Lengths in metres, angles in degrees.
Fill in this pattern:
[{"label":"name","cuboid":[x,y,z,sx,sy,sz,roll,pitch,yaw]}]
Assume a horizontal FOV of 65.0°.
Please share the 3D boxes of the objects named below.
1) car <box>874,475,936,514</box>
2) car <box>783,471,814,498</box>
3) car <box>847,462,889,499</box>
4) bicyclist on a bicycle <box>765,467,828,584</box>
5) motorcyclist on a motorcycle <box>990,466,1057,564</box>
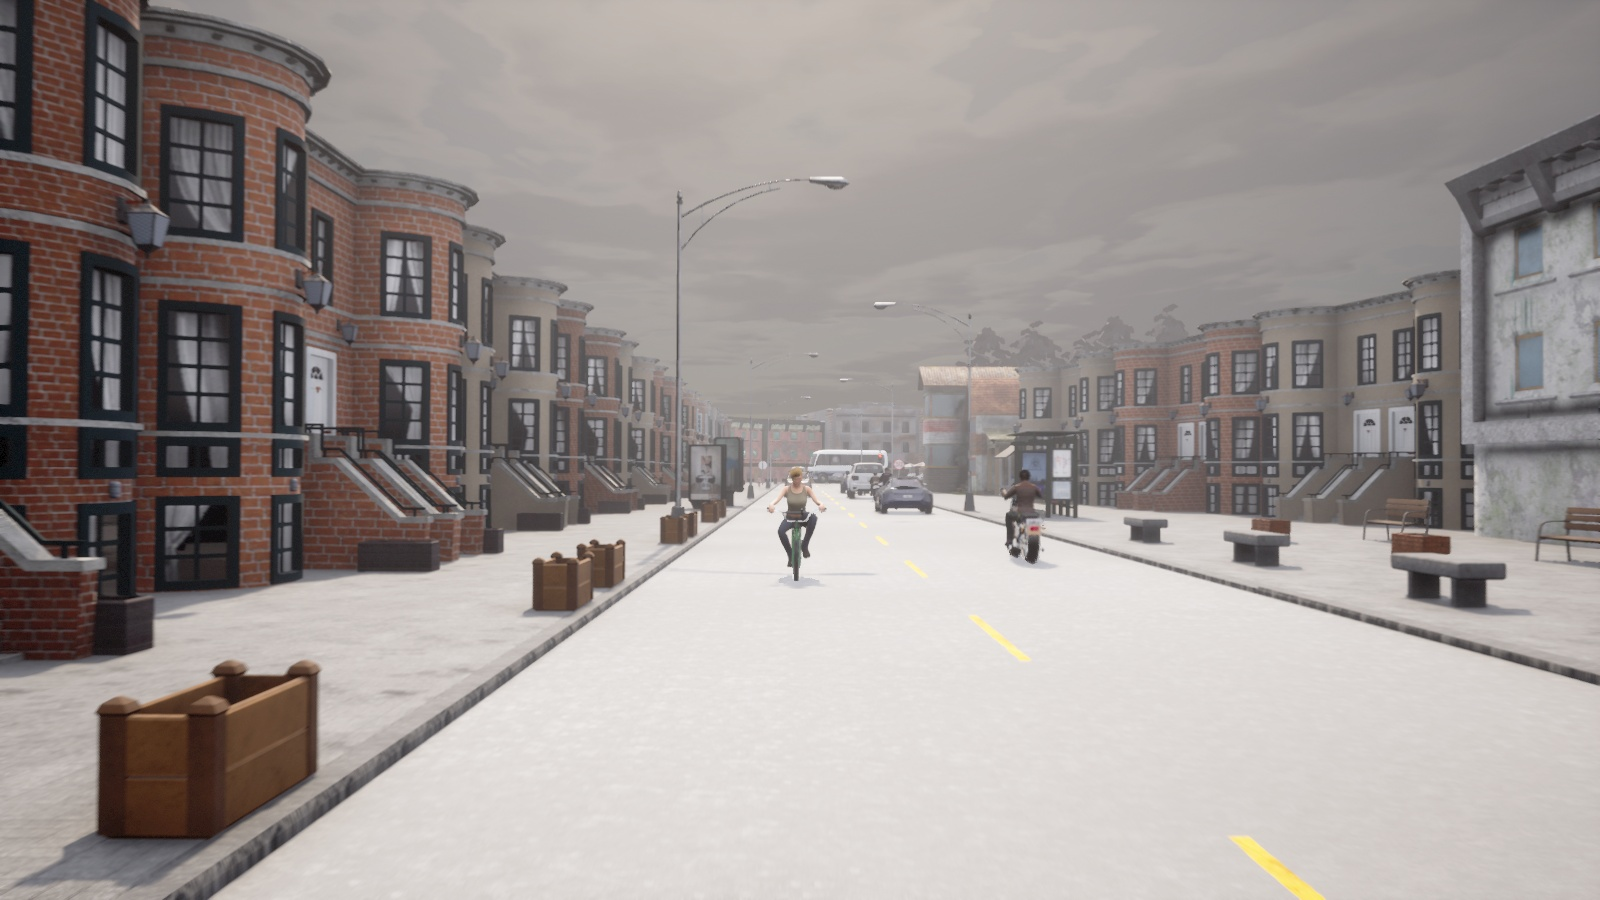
[{"label":"car","cuboid":[3.930,1.663,47.793,1.994,1.385,4.181,0,-1,0]},{"label":"car","cuboid":[-0.093,2.036,74.249,1.789,1.549,3.705,0,-1,0]},{"label":"car","cuboid":[3.906,1.742,73.147,2.150,2.045,5.566,0,-1,0]},{"label":"bicyclist on a bicycle","cuboid":[-0.040,1.055,18.145,0.866,1.612,1.509,0,-1,0]},{"label":"motorcyclist on a motorcycle","cuboid":[3.950,1.123,22.367,0.766,1.649,2.350,0,-1,0]}]
